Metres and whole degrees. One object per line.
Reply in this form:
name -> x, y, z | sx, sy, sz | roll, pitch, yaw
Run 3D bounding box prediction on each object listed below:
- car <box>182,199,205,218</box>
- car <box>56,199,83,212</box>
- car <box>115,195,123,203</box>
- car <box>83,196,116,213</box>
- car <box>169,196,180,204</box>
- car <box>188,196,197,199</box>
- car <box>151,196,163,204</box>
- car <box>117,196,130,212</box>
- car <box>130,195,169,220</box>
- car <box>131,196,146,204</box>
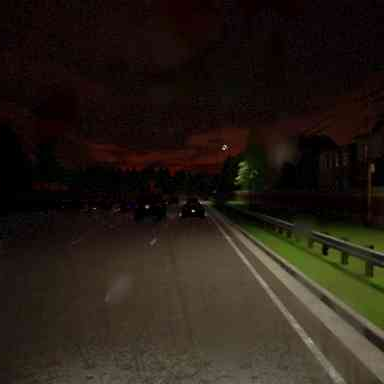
car -> 0.112, 1.574, 30.156 | 1.994, 1.385, 4.181 | 0, 0, 0
car -> -13.887, 1.492, 38.291 | 1.882, 1.535, 5.008 | 0, 0, 0
car -> -13.879, 1.375, 64.111 | 2.097, 1.767, 4.553 | 0, 0, 0
car -> -10.388, 1.517, 37.899 | 1.837, 1.490, 4.892 | 0, 0, 0
car -> -3.380, 1.526, 62.284 | 1.837, 1.490, 4.892 | 0, 0, 0
car -> 0.121, 1.499, 64.033 | 1.882, 1.535, 5.008 | 0, 0, 0
car -> -6.877, 1.548, 65.047 | 1.812, 1.442, 4.674 | 0, 0, 0
car -> -6.888, 1.491, 38.341 | 1.882, 1.535, 5.008 | 0, 0, 0
car -> -3.390, 1.231, 27.885 | 2.150, 2.045, 5.566 | 0, 0, 0
car -> -10.377, 1.514, 64.565 | 2.128, 1.511, 4.902 | 0, 0, 0
